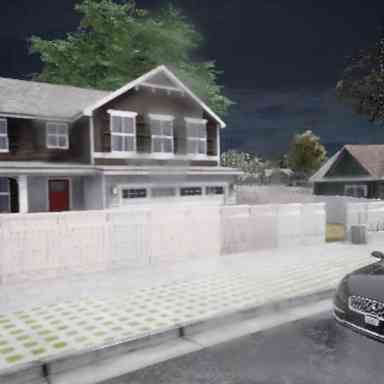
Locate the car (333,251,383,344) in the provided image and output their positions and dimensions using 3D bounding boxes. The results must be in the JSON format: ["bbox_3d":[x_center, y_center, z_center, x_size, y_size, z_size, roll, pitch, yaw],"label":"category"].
[{"bbox_3d":[4.490,1.458,5.596,4.892,1.490,1.837,0,0,-30],"label":"car"}]
